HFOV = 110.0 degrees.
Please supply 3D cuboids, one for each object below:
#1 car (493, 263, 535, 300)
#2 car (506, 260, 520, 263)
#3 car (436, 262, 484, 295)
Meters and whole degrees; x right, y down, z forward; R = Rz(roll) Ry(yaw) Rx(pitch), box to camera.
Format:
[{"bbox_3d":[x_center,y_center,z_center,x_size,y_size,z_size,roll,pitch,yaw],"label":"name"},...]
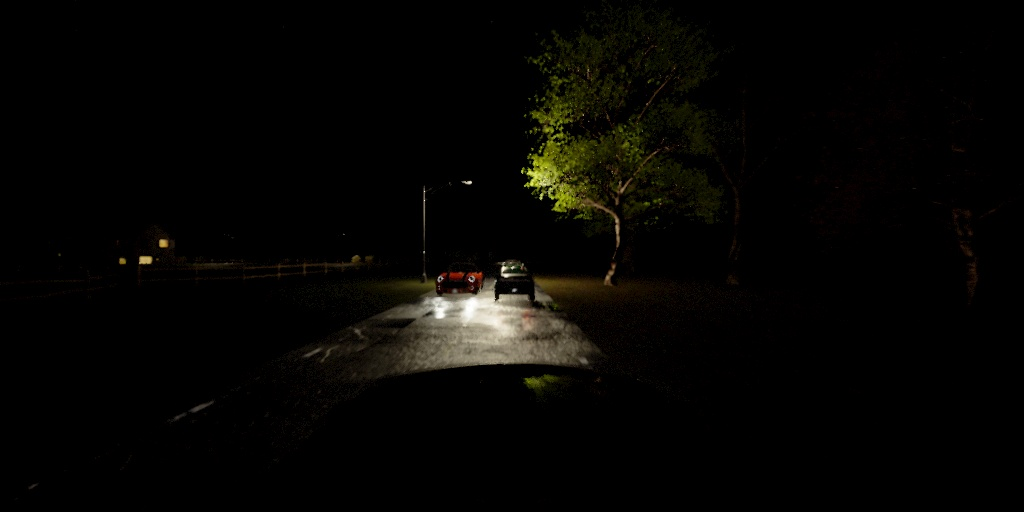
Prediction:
[{"bbox_3d":[0.102,1.269,17.798,2.128,1.511,4.902,0,0,0],"label":"car"},{"bbox_3d":[0.101,1.154,34.889,2.097,1.767,4.553,0,0,0],"label":"car"},{"bbox_3d":[-2.773,1.132,19.767,2.097,1.767,4.553,0,0,0],"label":"car"}]
